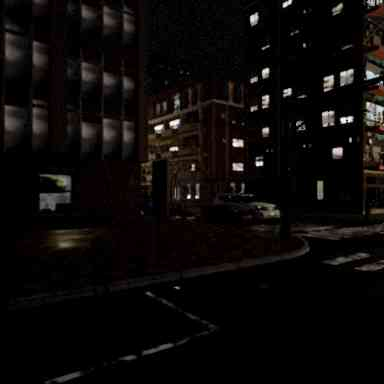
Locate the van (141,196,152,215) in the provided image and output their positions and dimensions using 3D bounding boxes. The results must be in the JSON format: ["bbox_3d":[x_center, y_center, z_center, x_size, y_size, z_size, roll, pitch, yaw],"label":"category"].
[{"bbox_3d":[-4.282,1.231,31.888,1.690,1.788,3.998,0,0,-36],"label":"van"}]

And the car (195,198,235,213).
[{"bbox_3d":[2.427,1.434,36.911,1.752,1.417,4.829,0,0,-36],"label":"car"}]

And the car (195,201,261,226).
[{"bbox_3d":[2.320,1.491,22.685,1.802,1.307,4.206,0,0,-36],"label":"car"}]

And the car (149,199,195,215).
[{"bbox_3d":[-2.081,1.443,33.260,2.033,1.411,5.357,0,0,-36],"label":"car"}]

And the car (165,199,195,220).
[{"bbox_3d":[-0.881,1.424,27.148,1.752,1.417,4.829,0,0,-36],"label":"car"}]

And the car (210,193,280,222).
[{"bbox_3d":[3.895,1.135,24.931,2.150,2.045,5.566,0,0,-36],"label":"car"}]
